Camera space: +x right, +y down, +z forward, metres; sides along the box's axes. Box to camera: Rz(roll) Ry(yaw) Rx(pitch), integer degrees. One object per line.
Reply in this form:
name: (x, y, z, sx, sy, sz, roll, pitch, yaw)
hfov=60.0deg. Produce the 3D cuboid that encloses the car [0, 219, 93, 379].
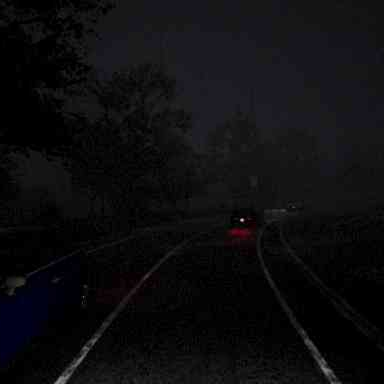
car: (-3.051, 1.368, 4.474, 2.097, 1.767, 4.553, 0, 0, 4)

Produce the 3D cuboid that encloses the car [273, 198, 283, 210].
car: (12.695, 1.549, 44.967, 2.128, 1.511, 4.902, -5, -3, 41)

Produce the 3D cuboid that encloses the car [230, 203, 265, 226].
car: (3.958, 1.512, 23.343, 1.837, 1.490, 4.892, -2, -1, 19)

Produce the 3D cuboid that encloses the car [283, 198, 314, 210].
car: (13.120, 1.488, 40.114, 1.895, 1.301, 4.718, -4, -2, 37)
